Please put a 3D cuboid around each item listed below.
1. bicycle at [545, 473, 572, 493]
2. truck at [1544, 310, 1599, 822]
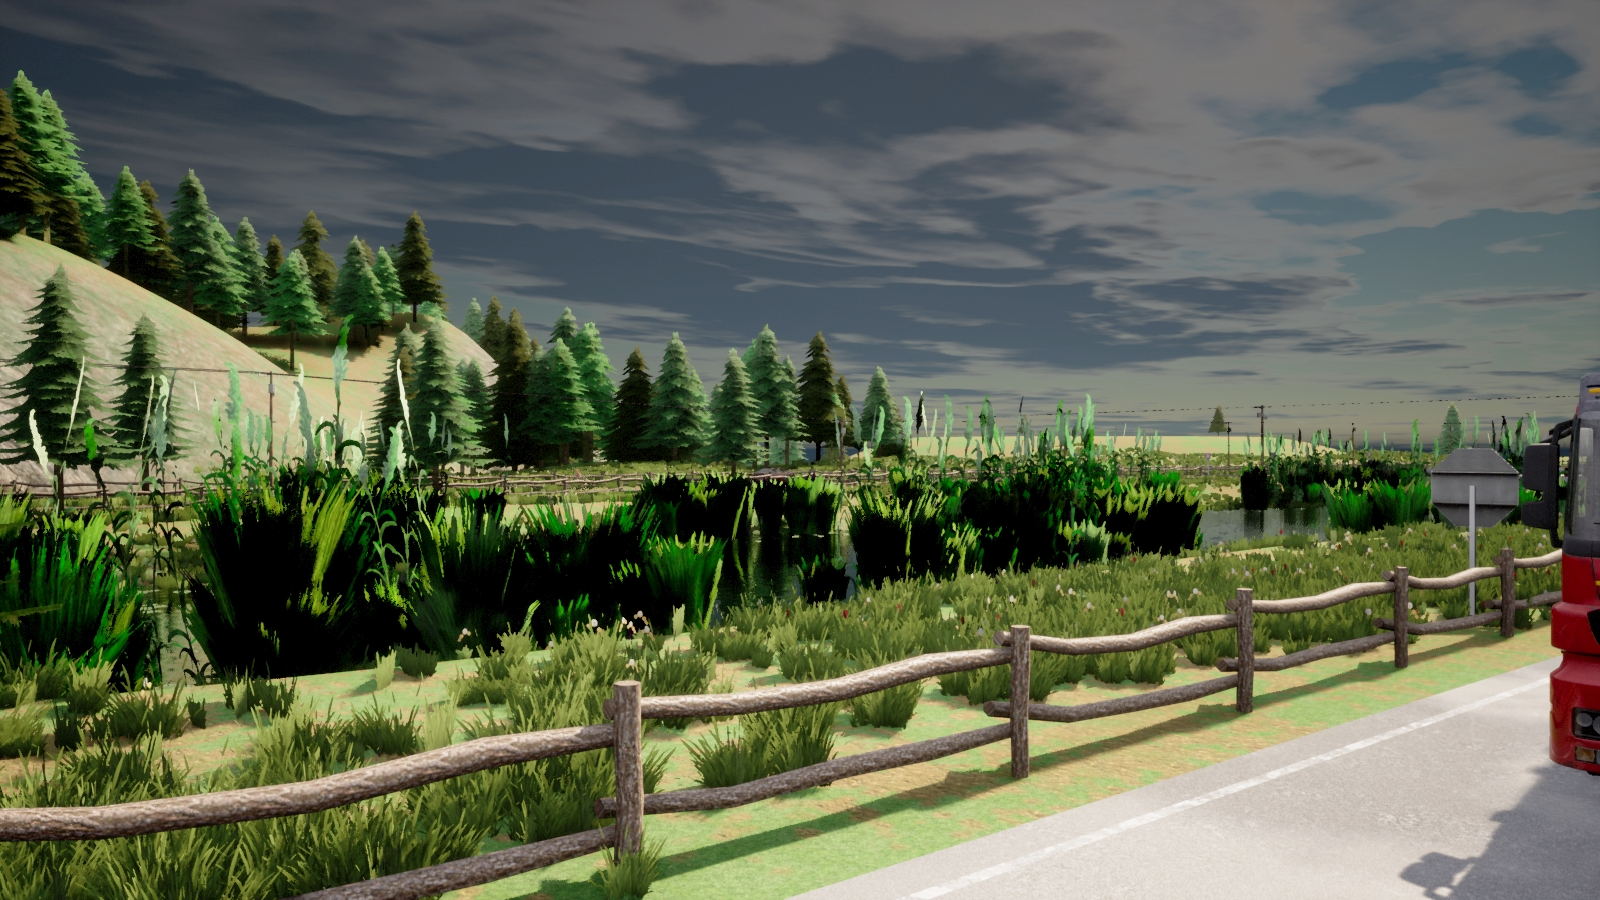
[{"bbox_3d":[-16.055,2.158,75.906,1.487,1.276,0.859,0,0,-44],"label":"bicycle"},{"bbox_3d":[9.599,0.862,10.977,2.891,3.827,8.468,0,0,42],"label":"truck"}]
